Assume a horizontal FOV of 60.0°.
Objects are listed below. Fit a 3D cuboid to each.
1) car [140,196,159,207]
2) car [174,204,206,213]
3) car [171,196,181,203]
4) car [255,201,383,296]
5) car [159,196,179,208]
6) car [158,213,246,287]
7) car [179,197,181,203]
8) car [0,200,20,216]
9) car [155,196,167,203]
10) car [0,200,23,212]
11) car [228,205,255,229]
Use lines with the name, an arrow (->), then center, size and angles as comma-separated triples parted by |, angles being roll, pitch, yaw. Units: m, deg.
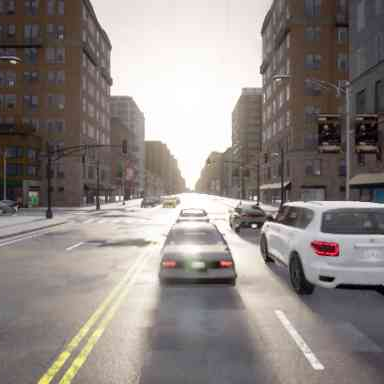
car -> -6.638, 1.551, 50.659 | 1.837, 1.490, 4.892 | 0, 0, 0
car -> 0.049, 1.621, 20.133 | 1.895, 1.301, 4.718 | 0, 0, 0
car -> -3.309, 1.598, 69.930 | 2.033, 1.411, 5.357 | 0, 0, 0
car -> 3.342, 1.231, 8.814 | 2.150, 2.045, 5.566 | 0, 0, 0
car -> -3.389, 1.524, 50.426 | 1.882, 1.535, 5.008 | 0, 0, 0
car -> 0.075, 1.557, 9.389 | 2.033, 1.411, 5.357 | 0, 0, -1
car -> -3.382, 1.616, 59.379 | 1.994, 1.385, 4.181 | 0, 0, 0
car -> -19.739, 1.517, 32.774 | 4.902, 1.511, 2.128 | 0, 0, 0
car -> -6.560, 1.584, 70.258 | 2.128, 1.511, 4.902 | 0, 0, 0
car -> -22.156, 1.617, 38.272 | 4.313, 1.339, 1.947 | 0, 0, 0
car -> 3.343, 1.527, 20.203 | 1.837, 1.490, 4.892 | 0, 0, 1
